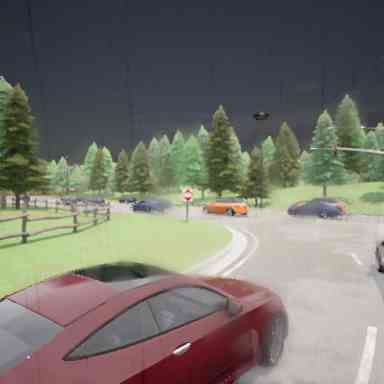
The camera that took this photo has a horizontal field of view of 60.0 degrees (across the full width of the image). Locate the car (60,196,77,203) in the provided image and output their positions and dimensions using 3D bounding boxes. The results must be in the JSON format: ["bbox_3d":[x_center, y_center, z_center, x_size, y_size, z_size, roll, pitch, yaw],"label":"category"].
[{"bbox_3d":[-26.347,1.565,70.933,1.895,1.301,4.718,0,0,-41],"label":"car"}]

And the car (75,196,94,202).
[{"bbox_3d":[-23.709,1.508,73.234,2.033,1.411,5.357,0,0,-41],"label":"car"}]

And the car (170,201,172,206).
[{"bbox_3d":[-4.923,1.526,46.291,2.033,1.411,5.357,0,0,-41],"label":"car"}]

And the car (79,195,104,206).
[{"bbox_3d":[-16.004,1.328,53.762,2.097,1.767,4.553,0,0,-41],"label":"car"}]

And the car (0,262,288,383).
[{"bbox_3d":[-0.591,1.524,3.630,1.812,1.442,4.674,0,0,39],"label":"car"}]

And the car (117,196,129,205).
[{"bbox_3d":[-11.593,1.475,59.364,1.837,1.490,4.892,0,-1,-41],"label":"car"}]

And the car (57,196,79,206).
[{"bbox_3d":[-20.001,1.503,53.034,1.812,1.442,4.674,0,0,-41],"label":"car"}]

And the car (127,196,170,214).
[{"bbox_3d":[-4.698,1.509,35.325,1.812,1.442,4.674,0,0,-41],"label":"car"}]

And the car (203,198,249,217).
[{"bbox_3d":[3.113,1.336,31.640,2.097,1.767,4.553,0,0,-41],"label":"car"}]

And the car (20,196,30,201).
[{"bbox_3d":[-42.356,1.466,84.107,1.837,1.490,4.892,0,0,-41],"label":"car"}]

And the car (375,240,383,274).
[{"bbox_3d":[5.341,1.543,7.432,2.033,1.411,5.357,0,0,24],"label":"car"}]

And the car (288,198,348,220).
[{"bbox_3d":[10.477,1.510,28.471,1.812,1.442,4.674,0,0,-41],"label":"car"}]
